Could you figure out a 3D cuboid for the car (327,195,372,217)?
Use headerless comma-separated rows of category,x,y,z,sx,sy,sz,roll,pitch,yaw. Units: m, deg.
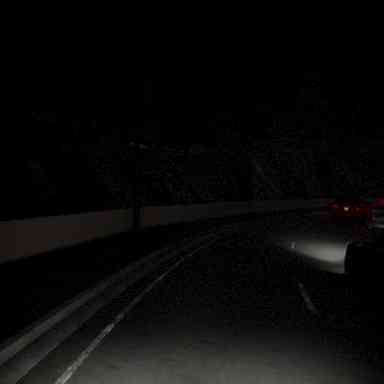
car,12.303,1.272,25.440,2.150,2.045,5.566,0,0,34

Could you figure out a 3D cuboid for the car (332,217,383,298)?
car,4.572,1.512,6.640,2.128,1.511,4.902,0,0,9

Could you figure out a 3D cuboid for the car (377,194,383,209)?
car,27.584,1.347,44.982,5.566,2.045,2.150,0,0,-27

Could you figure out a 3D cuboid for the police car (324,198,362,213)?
police car,17.446,1.495,38.238,5.238,1.638,1.930,0,0,-40
